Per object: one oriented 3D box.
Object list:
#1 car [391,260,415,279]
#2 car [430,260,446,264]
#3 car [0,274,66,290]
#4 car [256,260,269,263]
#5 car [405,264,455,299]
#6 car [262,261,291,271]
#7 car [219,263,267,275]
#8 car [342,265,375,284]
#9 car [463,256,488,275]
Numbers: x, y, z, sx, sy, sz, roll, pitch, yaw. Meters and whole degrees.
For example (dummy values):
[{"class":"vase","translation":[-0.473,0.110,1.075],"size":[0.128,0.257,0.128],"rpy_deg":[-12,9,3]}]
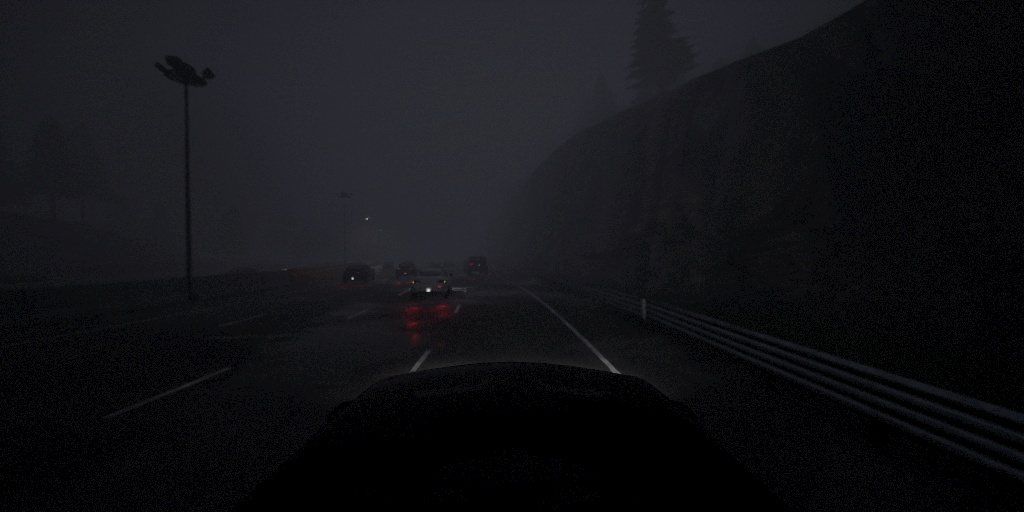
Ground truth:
[{"class":"car","translation":[-10.450,1.413,35.684],"size":[2.128,1.511,4.902],"rpy_deg":[-1,0,-13]},{"class":"car","translation":[-12.130,1.554,56.870],"size":[1.895,1.301,4.718],"rpy_deg":[-1,0,-19]},{"class":"car","translation":[-29.297,1.814,20.553],"size":[1.895,1.301,4.718],"rpy_deg":[-1,0,-8]},{"class":"car","translation":[-36.309,1.808,50.337],"size":[1.882,1.535,5.008],"rpy_deg":[-1,0,-16]},{"class":"car","translation":[-4.136,1.345,18.877],"size":[1.812,1.442,4.674],"rpy_deg":[0,0,-7]},{"class":"car","translation":[-32.702,1.821,50.478],"size":[2.033,1.411,5.357],"rpy_deg":[-1,0,-16]},{"class":"car","translation":[-24.108,1.661,31.801],"size":[1.812,1.442,4.674],"rpy_deg":[-1,0,-11]},{"class":"car","translation":[-12.714,1.461,29.929],"size":[1.837,1.490,4.892],"rpy_deg":[0,0,-11]},{"class":"car","translation":[-4.103,1.044,40.123],"size":[2.150,2.045,5.566],"rpy_deg":[0,0,-14]}]
